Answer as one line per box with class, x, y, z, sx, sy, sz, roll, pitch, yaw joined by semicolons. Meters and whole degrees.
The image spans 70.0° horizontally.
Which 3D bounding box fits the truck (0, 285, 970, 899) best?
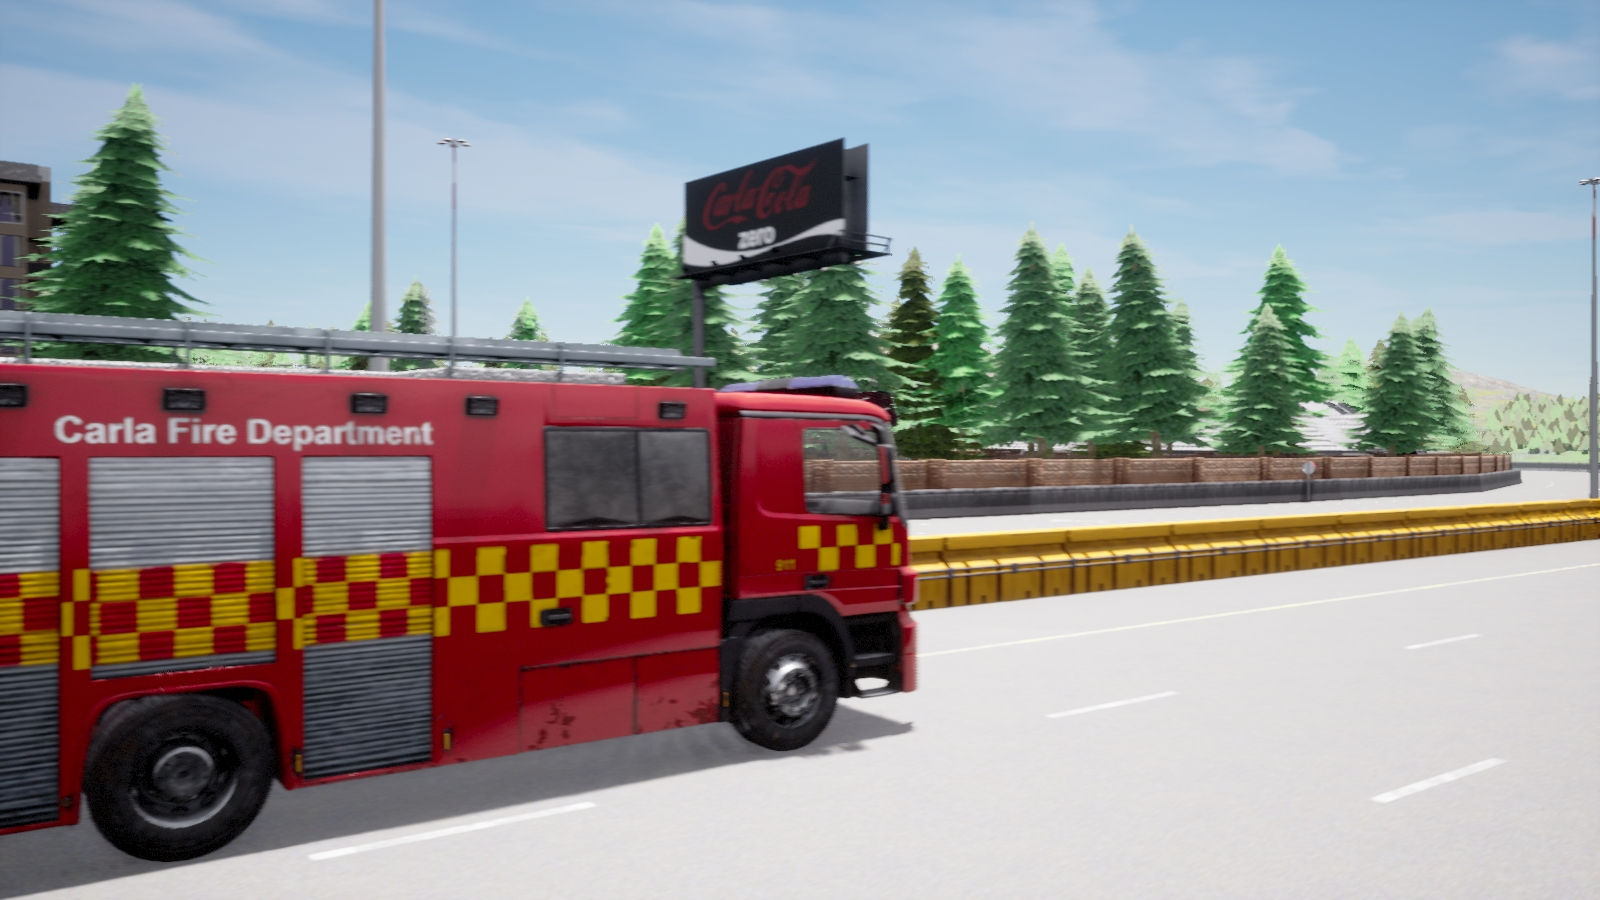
truck;-2.551;0.893;10.557;8.468;3.827;2.891;0;0;-35
